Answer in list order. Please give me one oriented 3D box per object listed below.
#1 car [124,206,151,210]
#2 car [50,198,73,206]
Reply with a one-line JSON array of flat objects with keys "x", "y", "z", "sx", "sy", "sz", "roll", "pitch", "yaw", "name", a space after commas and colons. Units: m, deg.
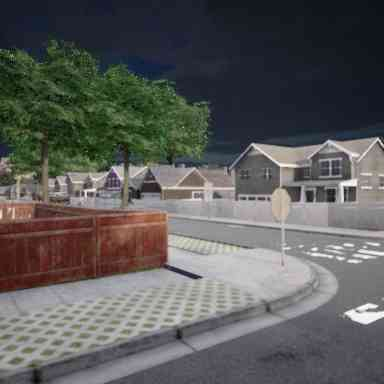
[{"x": -3.874, "y": 1.720, "z": 24.799, "sx": 1.895, "sy": 1.301, "sz": 4.718, "roll": 0, "pitch": 0, "yaw": -36, "name": "car"}, {"x": -17.144, "y": 1.616, "z": 43.463, "sx": 2.097, "sy": 1.767, "sz": 4.553, "roll": 0, "pitch": 0, "yaw": -35, "name": "car"}]
